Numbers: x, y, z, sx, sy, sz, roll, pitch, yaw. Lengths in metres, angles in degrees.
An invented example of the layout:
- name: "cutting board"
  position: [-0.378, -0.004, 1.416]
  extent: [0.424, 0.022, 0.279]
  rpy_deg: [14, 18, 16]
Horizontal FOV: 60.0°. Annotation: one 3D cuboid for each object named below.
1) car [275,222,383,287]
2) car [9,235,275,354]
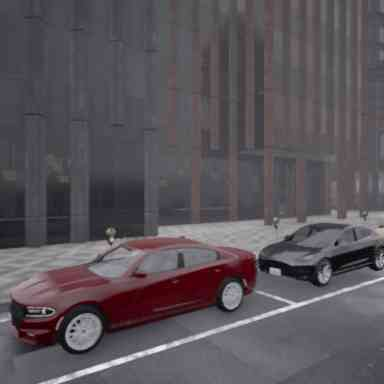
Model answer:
- name: "car"
  position: [3.805, 1.565, 9.366]
  extent: [4.313, 1.339, 1.947]
  rpy_deg: [0, 0, -36]
- name: "car"
  position: [-0.783, 1.544, 6.092]
  extent: [4.507, 1.381, 1.887]
  rpy_deg: [0, 0, -36]
